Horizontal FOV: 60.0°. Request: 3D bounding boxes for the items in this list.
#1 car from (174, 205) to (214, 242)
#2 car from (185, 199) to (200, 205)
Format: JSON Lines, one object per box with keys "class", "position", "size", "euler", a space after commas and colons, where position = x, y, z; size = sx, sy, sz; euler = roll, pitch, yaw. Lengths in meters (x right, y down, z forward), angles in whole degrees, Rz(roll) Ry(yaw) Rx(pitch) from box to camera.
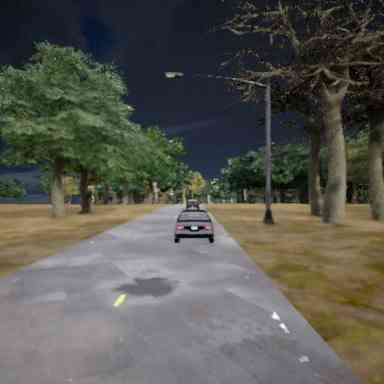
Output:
{"class": "car", "position": [0.098, 1.581, 16.582], "size": [2.033, 1.411, 5.357], "euler": [0, 0, 0]}
{"class": "car", "position": [0.096, 1.763, 47.204], "size": [1.837, 1.490, 4.892], "euler": [0, -1, 0]}
